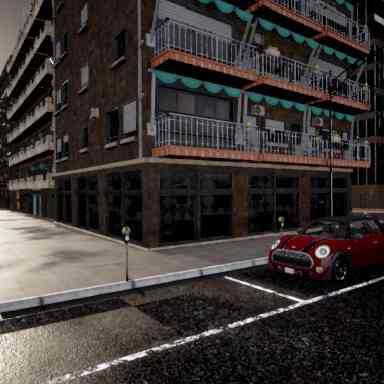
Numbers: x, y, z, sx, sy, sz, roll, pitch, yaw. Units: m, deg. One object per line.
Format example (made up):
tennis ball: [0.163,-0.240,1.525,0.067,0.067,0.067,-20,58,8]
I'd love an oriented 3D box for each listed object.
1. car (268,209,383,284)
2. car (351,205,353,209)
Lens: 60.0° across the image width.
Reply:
car: [4.046,1.439,9.476,4.097,1.590,1.967,0,-1,-36]
car: [17.738,1.745,41.600,1.967,1.590,4.097,-2,0,-36]
